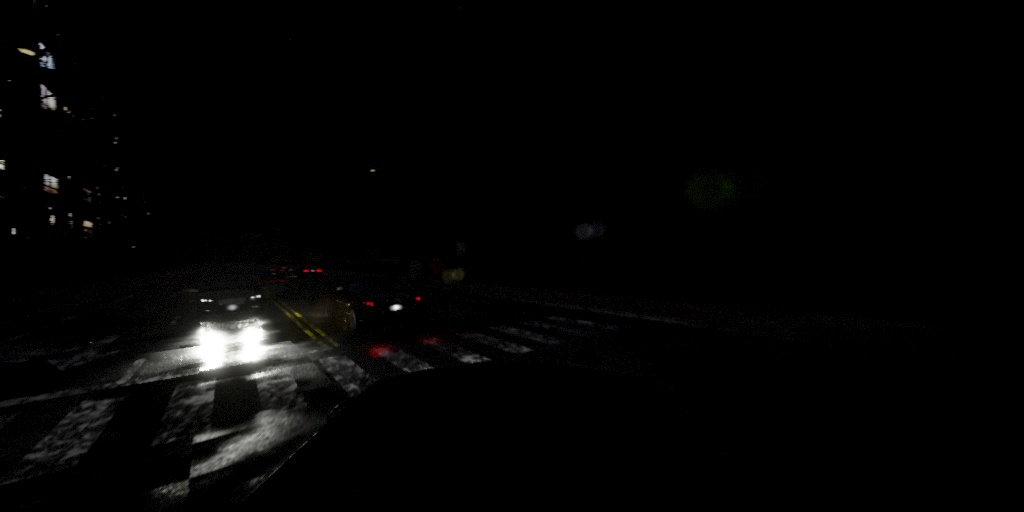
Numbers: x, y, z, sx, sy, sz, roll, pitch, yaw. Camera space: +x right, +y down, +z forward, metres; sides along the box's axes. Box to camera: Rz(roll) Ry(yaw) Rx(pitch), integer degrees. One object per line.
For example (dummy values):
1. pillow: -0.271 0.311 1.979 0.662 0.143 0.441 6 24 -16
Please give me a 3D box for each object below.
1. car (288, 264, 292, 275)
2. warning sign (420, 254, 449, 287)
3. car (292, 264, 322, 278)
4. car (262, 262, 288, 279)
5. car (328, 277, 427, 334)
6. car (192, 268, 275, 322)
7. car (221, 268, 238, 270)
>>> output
1. car: -27.984 1.686 46.143 2.033 1.411 5.357 -2 1 -38
2. warning sign: -4.361 0.825 20.917 1.300 1.860 1.060 0 0 -38
3. car: -21.741 1.583 38.333 2.033 1.411 5.357 -2 1 -38
4. car: -24.591 1.602 36.701 1.882 1.535 5.008 -2 1 -38
5. car: -4.262 1.347 11.032 1.994 1.385 4.181 -2 1 -37
6. car: -10.563 1.425 13.506 2.128 1.511 4.902 -2 1 -38
7. car: -24.008 1.723 30.527 1.994 1.385 4.181 -2 1 -38
